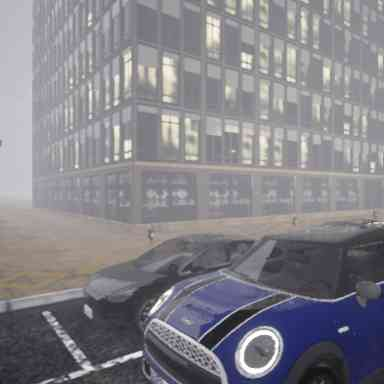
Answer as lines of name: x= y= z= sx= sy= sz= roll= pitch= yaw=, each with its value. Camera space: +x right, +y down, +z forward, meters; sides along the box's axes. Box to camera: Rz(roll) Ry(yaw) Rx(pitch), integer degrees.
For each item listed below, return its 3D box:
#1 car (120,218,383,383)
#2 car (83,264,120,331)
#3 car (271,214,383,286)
car: x=1.617 y=1.331 z=4.527 sx=4.553 sy=1.767 sz=2.097 roll=0 pitch=0 yaw=-36
car: x=0.106 y=1.543 z=6.630 sx=4.313 sy=1.339 sz=1.947 roll=0 pitch=1 yaw=-35
car: x=4.616 y=1.494 z=9.844 sx=4.403 sy=1.369 sz=2.008 roll=0 pitch=1 yaw=-35
